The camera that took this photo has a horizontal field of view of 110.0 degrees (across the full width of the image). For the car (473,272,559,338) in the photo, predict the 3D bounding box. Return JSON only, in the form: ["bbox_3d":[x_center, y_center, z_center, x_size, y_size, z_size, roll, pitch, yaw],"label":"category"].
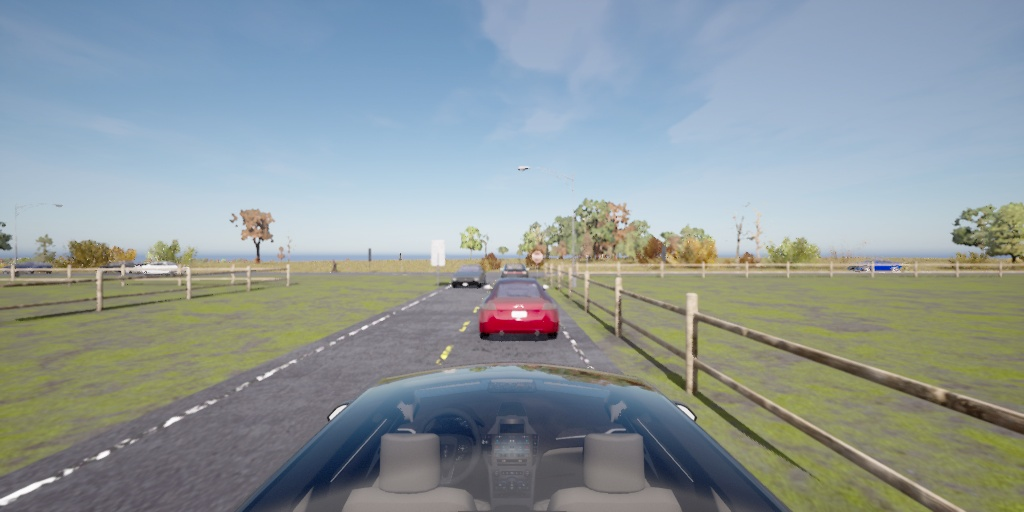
[{"bbox_3d":[0.142,1.308,10.206,1.994,1.385,4.181,0,0,-1],"label":"car"}]

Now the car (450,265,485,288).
[{"bbox_3d":[-2.711,1.282,23.636,2.033,1.411,5.357,0,0,1],"label":"car"}]

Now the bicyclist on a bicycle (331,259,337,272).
[{"bbox_3d":[-22.335,1.231,44.998,0.582,1.620,1.656,0,0,1],"label":"bicyclist on a bicycle"}]

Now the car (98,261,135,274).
[{"bbox_3d":[-45.680,1.338,42.193,4.902,1.511,2.128,0,0,1],"label":"car"}]

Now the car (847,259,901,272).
[{"bbox_3d":[41.462,1.123,41.174,5.008,1.535,1.882,0,0,1],"label":"car"}]

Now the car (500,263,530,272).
[{"bbox_3d":[0.190,1.226,24.418,2.128,1.511,4.902,0,0,0],"label":"car"}]

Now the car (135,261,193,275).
[{"bbox_3d":[-37.748,1.353,39.226,4.674,1.442,1.812,0,0,1],"label":"car"}]
